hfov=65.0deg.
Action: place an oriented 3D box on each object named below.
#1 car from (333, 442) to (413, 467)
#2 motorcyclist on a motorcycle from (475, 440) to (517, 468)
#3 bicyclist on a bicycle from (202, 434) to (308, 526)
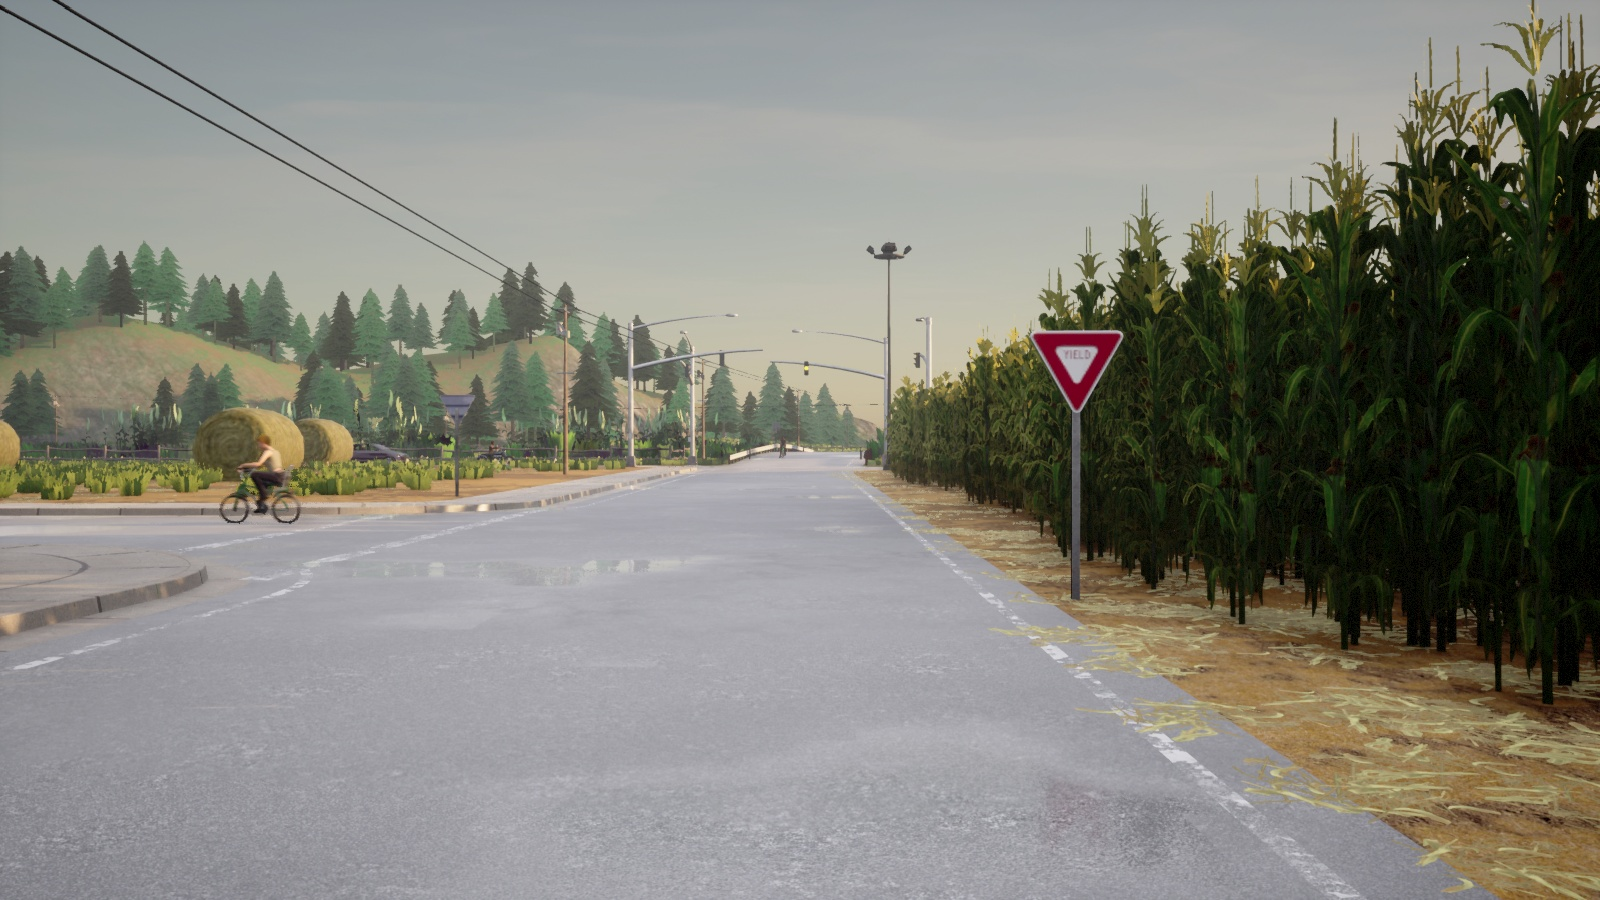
[{"bbox_3d":[-25.853,0.275,76.062,4.193,1.474,1.816,0,0,3],"label":"car"},{"bbox_3d":[-18.294,0.220,75.628,2.350,1.649,0.766,0,0,3],"label":"motorcyclist on a motorcycle"},{"bbox_3d":[-9.798,0.519,22.626,1.509,1.612,0.866,0,1,3],"label":"bicyclist on a bicycle"}]
